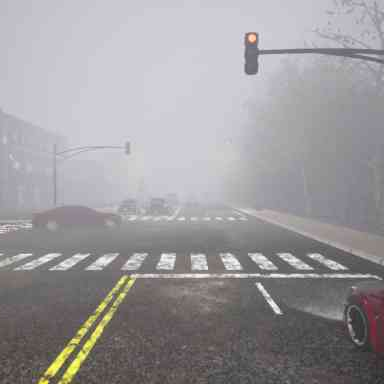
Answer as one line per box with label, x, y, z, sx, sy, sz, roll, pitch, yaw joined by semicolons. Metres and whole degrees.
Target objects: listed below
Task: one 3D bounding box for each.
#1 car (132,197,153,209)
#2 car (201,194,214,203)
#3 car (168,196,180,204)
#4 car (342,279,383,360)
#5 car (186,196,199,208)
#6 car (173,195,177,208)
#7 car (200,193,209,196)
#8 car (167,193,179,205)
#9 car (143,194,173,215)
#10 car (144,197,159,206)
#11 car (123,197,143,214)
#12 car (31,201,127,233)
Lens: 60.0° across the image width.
car;-6.663;1.476;45.098;2.128;1.511;4.902;0;0;0
car;3.235;1.576;66.113;1.895;1.301;4.718;0;0;0
car;-3.406;1.523;64.569;2.033;1.411;5.357;0;0;0
car;3.347;1.563;3.531;1.994;1.385;4.181;0;0;0
car;0.019;1.584;48.566;1.895;1.301;4.718;0;0;0
car;-3.411;1.533;43.607;2.033;1.411;5.357;0;0;1
car;3.123;1.194;76.296;2.150;2.045;5.566;0;0;0
car;-3.425;1.202;53.965;2.150;2.045;5.566;0;0;1
car;-3.403;1.342;34.133;2.097;1.767;4.553;0;0;0
car;-6.668;1.506;55.231;1.812;1.442;4.674;0;0;0
car;-6.653;1.494;35.675;1.837;1.490;4.892;0;0;0
car;-6.687;1.468;19.581;5.008;1.535;1.882;0;1;-22
